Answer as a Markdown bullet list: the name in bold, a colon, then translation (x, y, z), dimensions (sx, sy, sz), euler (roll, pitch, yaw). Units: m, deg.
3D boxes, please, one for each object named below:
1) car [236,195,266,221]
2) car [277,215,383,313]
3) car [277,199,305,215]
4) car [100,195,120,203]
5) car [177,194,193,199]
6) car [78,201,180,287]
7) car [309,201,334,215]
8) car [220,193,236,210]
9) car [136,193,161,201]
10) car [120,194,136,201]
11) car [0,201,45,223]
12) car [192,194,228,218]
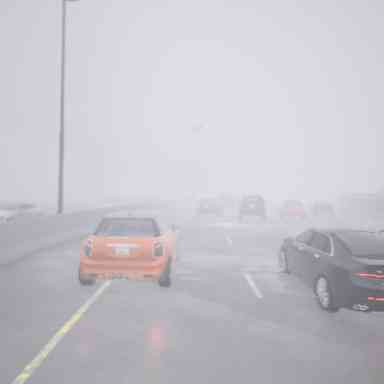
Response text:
- **car**: translation (5.089, 1.247, 28.357), dimensions (2.150, 2.045, 5.566), euler (1, 0, 9)
- **car**: translation (3.431, 1.550, 7.775), dimensions (1.837, 1.490, 4.892), euler (1, 0, 0)
- **car**: translation (9.064, 1.446, 30.677), dimensions (2.097, 1.767, 4.553), euler (1, 0, 10)
- **car**: translation (-13.563, 1.207, 56.281), dimensions (1.895, 1.301, 4.718), euler (1, 0, 18)
- **car**: translation (-1.059, 1.183, 60.301), dimensions (2.097, 1.767, 4.553), euler (1, 0, 21)
- **car**: translation (-1.477, 1.300, 9.360), dimensions (2.097, 1.767, 4.553), euler (1, 0, 1)
- **car**: translation (13.414, 1.643, 34.710), dimensions (1.882, 1.535, 5.008), euler (1, 0, 12)
- **car**: translation (4.681, 1.203, 43.717), dimensions (2.150, 2.045, 5.566), euler (1, 0, 16)
- **car**: translation (-6.751, 1.091, 54.547), dimensions (2.097, 1.767, 4.553), euler (1, 0, 18)
- **car**: translation (-9.758, 1.154, 56.711), dimensions (1.882, 1.535, 5.008), euler (1, 0, 19)
- **car**: translation (-10.264, 1.286, 19.077), dimensions (1.812, 1.442, 4.674), euler (1, 0, 5)
- **car**: translation (1.743, 1.309, 30.457), dimensions (2.097, 1.767, 4.553), euler (1, 0, 11)
